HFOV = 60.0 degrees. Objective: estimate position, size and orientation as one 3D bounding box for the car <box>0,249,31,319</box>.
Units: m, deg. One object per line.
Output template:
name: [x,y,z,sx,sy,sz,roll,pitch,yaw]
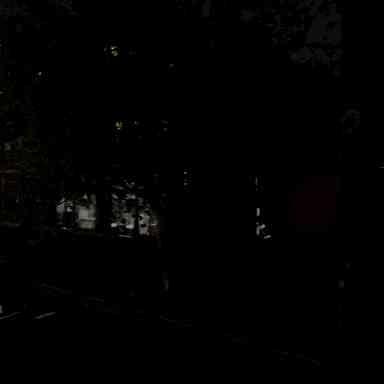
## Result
car: [-4.769,1.580,6.292,4.403,1.369,2.008,0,1,36]
